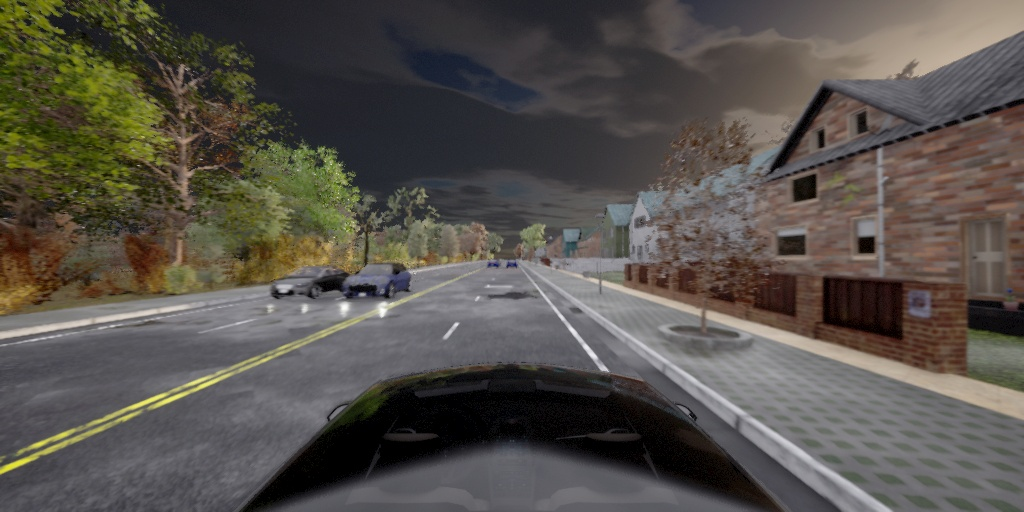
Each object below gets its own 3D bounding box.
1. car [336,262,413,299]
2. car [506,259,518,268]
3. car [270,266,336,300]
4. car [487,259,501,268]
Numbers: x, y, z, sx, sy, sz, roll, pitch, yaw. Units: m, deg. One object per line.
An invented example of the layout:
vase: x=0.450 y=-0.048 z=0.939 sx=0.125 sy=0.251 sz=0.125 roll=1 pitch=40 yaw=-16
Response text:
car: x=-6.553 y=1.112 z=17.971 sx=2.097 sy=1.767 sz=4.553 roll=0 pitch=0 yaw=0
car: x=-0.005 y=1.297 z=60.896 sx=1.882 sy=1.535 sz=5.008 roll=0 pitch=0 yaw=0
car: x=-9.802 y=1.252 z=17.867 sx=2.128 sy=1.511 sz=4.902 roll=0 pitch=0 yaw=0
car: x=-3.255 y=1.300 z=61.591 sx=1.882 sy=1.535 sz=5.008 roll=0 pitch=0 yaw=0
